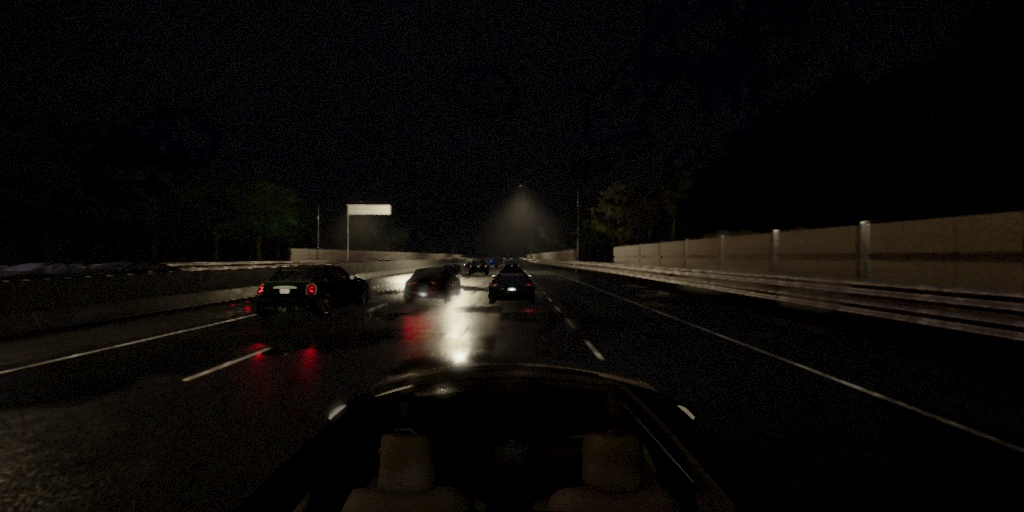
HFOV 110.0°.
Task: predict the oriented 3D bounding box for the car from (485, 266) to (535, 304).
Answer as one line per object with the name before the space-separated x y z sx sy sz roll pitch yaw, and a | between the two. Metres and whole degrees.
car | -0.007 1.326 16.580 1.994 1.385 4.181 0 0 0

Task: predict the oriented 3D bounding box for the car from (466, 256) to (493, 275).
car | -3.515 1.137 39.489 2.097 1.767 4.553 0 0 0

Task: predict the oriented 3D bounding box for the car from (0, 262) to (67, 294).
car | -24.505 1.017 16.249 2.033 1.411 5.357 0 0 0

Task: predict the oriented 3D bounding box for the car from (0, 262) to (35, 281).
car | -21.005 0.954 16.252 2.033 1.411 5.357 0 0 0

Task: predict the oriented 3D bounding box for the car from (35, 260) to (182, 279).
car | -17.506 0.899 16.253 1.812 1.442 4.674 0 0 0

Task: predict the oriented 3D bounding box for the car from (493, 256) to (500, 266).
car | -3.524 1.038 63.404 2.150 2.045 5.566 0 0 0

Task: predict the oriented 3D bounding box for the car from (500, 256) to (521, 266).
car | -0.016 1.140 42.014 2.097 1.767 4.553 0 0 0

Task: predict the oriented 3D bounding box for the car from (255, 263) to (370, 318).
car | -7.007 1.110 13.179 2.097 1.767 4.553 0 0 0

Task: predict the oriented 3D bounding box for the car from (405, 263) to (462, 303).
car | -3.506 1.268 16.614 1.837 1.490 4.892 0 0 0
